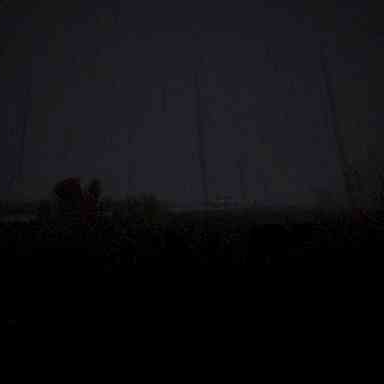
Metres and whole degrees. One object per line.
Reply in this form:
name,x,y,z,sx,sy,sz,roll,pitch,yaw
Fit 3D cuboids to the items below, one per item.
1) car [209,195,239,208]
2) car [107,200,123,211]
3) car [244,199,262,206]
car,5.646,1.565,55.347,2.150,2.045,5.566,-1,-1,38
car,-9.743,1.697,40.225,2.033,1.411,5.357,-1,-1,36
car,11.856,2.065,64.058,1.895,1.301,4.718,-1,-1,36
